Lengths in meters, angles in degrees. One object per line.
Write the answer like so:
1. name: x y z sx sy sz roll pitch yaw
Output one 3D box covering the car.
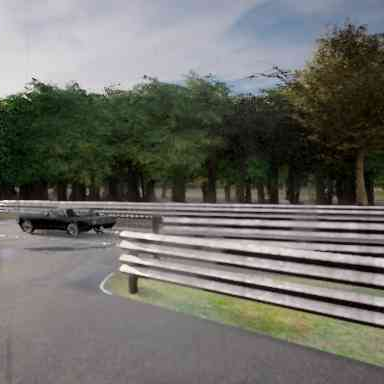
1. car: -6.144 1.371 16.135 4.718 1.301 1.895 0 0 24
